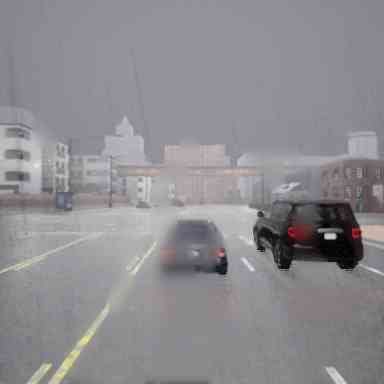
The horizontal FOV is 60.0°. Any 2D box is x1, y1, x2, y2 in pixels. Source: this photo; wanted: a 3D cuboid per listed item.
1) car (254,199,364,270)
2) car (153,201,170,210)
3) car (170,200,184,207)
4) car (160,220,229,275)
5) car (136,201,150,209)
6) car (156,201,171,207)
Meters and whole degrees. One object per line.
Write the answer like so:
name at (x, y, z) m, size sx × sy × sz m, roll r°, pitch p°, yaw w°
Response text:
car at (3.569, 1.257, 11.221) m, size 2.150 × 2.045 × 5.566 m, roll 0°, pitch 0°, yaw 0°
car at (-5.818, 2.427, 61.159) m, size 1.882 × 1.535 × 5.008 m, roll 0°, pitch -1°, yaw 4°
car at (-3.513, 2.621, 76.239) m, size 2.097 × 1.767 × 4.553 m, roll 0°, pitch -1°, yaw 18°
car at (0.065, 1.577, 10.499) m, size 2.033 × 1.411 × 5.357 m, roll 0°, pitch 0°, yaw 0°
car at (-9.227, 2.506, 62.648) m, size 1.812 × 1.442 × 4.674 m, roll 0°, pitch -1°, yaw 4°
car at (-6.565, 2.828, 78.046) m, size 1.812 × 1.442 × 4.674 m, roll 0°, pitch -1°, yaw 18°
